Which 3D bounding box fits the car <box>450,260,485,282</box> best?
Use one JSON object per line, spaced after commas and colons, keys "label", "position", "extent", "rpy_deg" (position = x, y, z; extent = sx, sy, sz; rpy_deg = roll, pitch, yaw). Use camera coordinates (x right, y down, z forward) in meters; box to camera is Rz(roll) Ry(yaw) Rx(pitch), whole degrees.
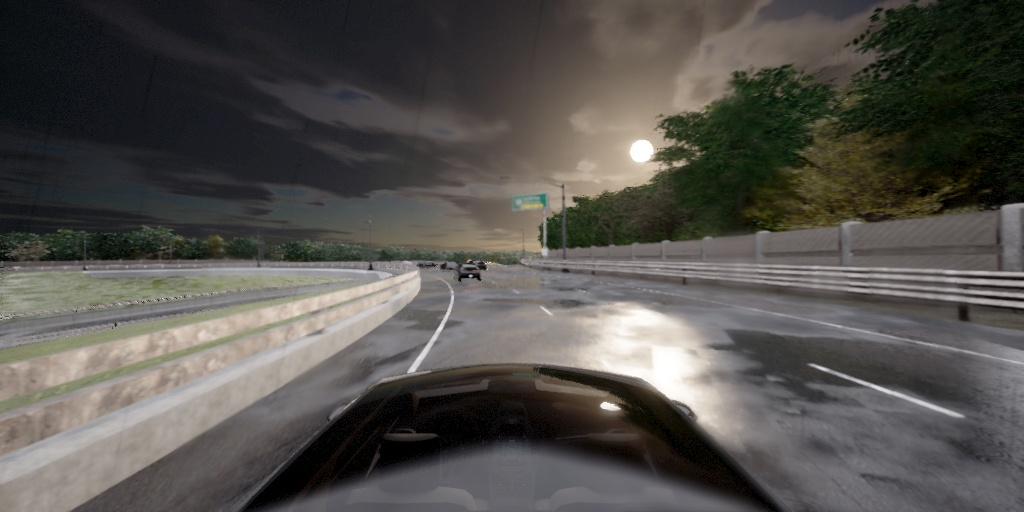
{"label": "car", "position": [-3.840, 1.322, 30.169], "extent": [1.837, 1.490, 4.892], "rpy_deg": [0, 0, -16]}

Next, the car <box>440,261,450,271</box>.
{"label": "car", "position": [-9.120, 1.474, 52.274], "extent": [1.994, 1.385, 4.181], "rpy_deg": [-1, 0, -28]}
